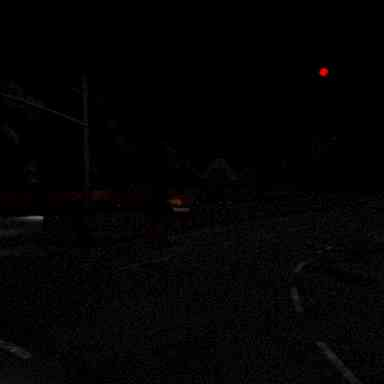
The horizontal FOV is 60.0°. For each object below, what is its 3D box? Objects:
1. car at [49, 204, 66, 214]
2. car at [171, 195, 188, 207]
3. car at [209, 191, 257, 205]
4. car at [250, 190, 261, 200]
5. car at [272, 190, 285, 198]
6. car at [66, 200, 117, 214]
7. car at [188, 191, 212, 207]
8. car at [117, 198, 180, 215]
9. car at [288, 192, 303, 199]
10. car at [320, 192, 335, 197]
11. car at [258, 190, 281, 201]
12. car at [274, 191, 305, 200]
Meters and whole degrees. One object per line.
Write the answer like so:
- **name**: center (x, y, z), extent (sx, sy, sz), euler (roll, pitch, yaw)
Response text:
- **car**: center (-11.293, 1.525, 33.258), extent (2.033, 1.411, 5.357), euler (-1, 0, 43)
- **car**: center (-1.853, 1.227, 43.335), extent (1.882, 1.535, 5.008), euler (-1, 1, 43)
- **car**: center (4.344, 1.047, 34.614), extent (2.097, 1.767, 4.553), euler (-1, 0, 43)
- **car**: center (10.731, 0.663, 57.328), extent (2.150, 2.045, 5.566), euler (-1, 0, 38)
- **car**: center (18.506, 0.402, 70.785), extent (1.812, 1.442, 4.674), euler (-1, 0, 25)
- **car**: center (-8.781, 1.475, 30.811), extent (1.812, 1.442, 4.674), euler (-1, 0, 43)
- **car**: center (2.578, 0.896, 42.945), extent (2.150, 2.045, 5.566), euler (-1, 0, 43)
- **car**: center (-3.375, 1.446, 26.355), extent (1.994, 1.385, 4.181), euler (-1, 0, 43)
- **car**: center (21.387, 0.706, 68.607), extent (2.128, 1.511, 4.902), euler (-1, 0, 25)
- **car**: center (23.574, 0.776, 57.673), extent (1.994, 1.385, 4.181), euler (-1, 0, 32)
- **car**: center (13.519, 0.896, 55.252), extent (2.128, 1.511, 4.902), euler (-1, 0, 38)
- **car**: center (13.375, 0.967, 44.388), extent (2.128, 1.511, 4.902), euler (-1, 0, 42)
